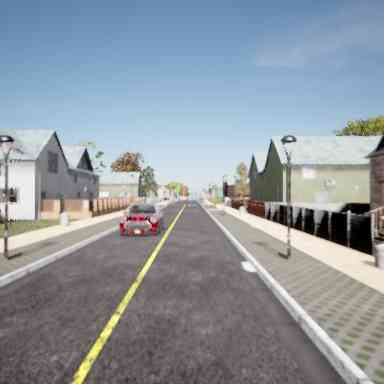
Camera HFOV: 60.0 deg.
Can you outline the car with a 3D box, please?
[{"bbox_3d":[-2.769,1.441,19.082,2.097,1.767,4.553,0,0,0],"label":"car"}]
